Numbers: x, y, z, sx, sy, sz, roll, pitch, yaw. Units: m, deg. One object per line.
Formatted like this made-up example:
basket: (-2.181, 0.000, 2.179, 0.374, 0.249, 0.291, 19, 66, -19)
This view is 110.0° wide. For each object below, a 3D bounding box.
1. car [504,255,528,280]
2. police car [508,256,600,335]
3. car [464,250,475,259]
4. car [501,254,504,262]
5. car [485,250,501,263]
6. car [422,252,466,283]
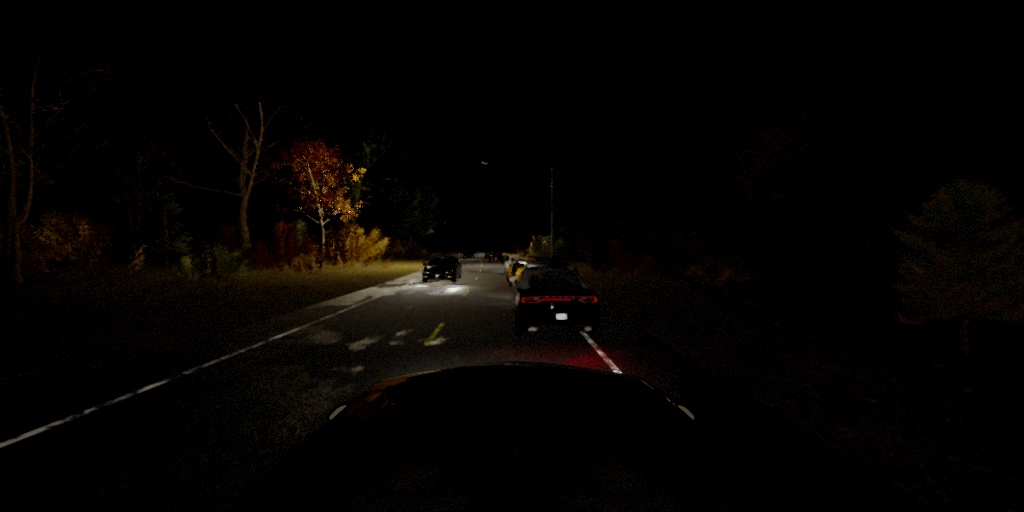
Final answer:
car: (0.657, 0.726, 20.012, 1.801, 1.575, 5.366, 0, 2, -2)
police car: (0.959, 0.961, 9.884, 1.930, 1.638, 5.238, 0, 1, -1)
car: (-7.329, -0.340, 61.135, 1.882, 1.535, 5.008, 0, 2, -6)
car: (0.388, 0.639, 25.850, 1.812, 1.442, 4.674, 0, 1, -3)
car: (-2.203, 0.055, 47.331, 1.837, 1.490, 4.892, 0, 2, -5)
car: (-4.085, 0.740, 21.465, 1.837, 1.490, 4.892, 0, 1, -2)
